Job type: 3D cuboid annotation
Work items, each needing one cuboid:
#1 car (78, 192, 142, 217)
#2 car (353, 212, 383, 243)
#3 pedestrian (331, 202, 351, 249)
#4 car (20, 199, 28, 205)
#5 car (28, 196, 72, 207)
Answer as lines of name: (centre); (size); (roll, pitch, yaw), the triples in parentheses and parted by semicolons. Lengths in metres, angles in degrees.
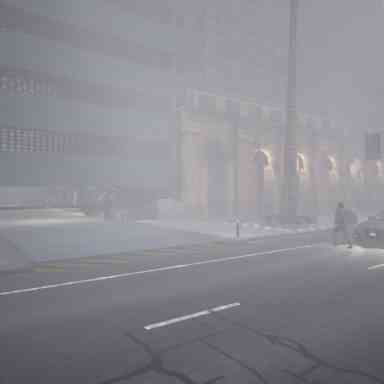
car: (-7.111, 1.027, 29.316); (5.566, 2.045, 2.435); (0, 0, -36)
car: (9.010, 1.562, 14.770); (4.181, 1.385, 1.994); (0, 0, -36)
pedestrian: (5.871, 1.293, 13.116); (0.375, 1.860, 0.375); (0, 0, -36)
car: (-24.950, 1.412, 53.562); (4.786, 1.482, 2.161); (0, 0, -36)
car: (-18.544, 1.461, 43.882); (4.718, 1.301, 1.895); (0, 0, -36)
